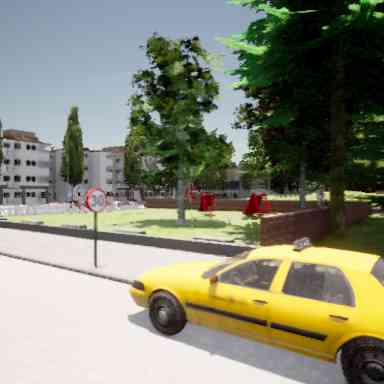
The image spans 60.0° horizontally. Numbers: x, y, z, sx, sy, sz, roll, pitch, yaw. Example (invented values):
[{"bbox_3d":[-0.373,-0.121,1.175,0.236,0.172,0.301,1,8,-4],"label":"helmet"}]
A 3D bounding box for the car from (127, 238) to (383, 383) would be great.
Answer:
[{"bbox_3d":[1.348,1.468,4.992,5.366,1.575,1.801,0,0,36],"label":"car"}]
